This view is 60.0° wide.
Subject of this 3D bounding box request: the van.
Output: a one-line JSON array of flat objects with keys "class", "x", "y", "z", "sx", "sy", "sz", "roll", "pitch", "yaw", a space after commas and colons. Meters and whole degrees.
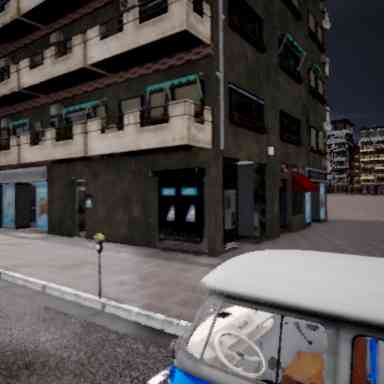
[{"class": "van", "x": 1.649, "y": 1.343, "z": 1.713, "sx": 3.998, "sy": 1.788, "sz": 1.690, "roll": 0, "pitch": -1, "yaw": 36}]
